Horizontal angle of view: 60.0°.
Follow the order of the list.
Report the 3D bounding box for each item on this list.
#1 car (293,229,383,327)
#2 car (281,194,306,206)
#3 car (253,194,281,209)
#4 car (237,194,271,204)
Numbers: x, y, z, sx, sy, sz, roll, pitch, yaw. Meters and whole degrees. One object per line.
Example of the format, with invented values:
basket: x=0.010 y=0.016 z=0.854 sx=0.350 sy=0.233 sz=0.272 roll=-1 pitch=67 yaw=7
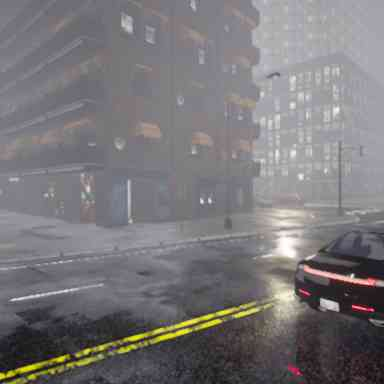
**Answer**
car: x=4.009 y=1.467 z=6.420 sx=4.902 sy=1.511 sz=2.128 roll=0 pitch=0 yaw=-36
car: x=12.681 y=0.934 z=43.709 sx=4.097 sy=1.590 sz=1.967 roll=1 pitch=0 yaw=44
car: x=7.072 y=1.099 z=37.246 sx=4.829 sy=1.417 sz=1.752 roll=1 pitch=0 yaw=44
car: x=8.748 y=0.980 z=47.346 sx=4.313 sy=1.339 sz=1.947 roll=1 pitch=0 yaw=44
